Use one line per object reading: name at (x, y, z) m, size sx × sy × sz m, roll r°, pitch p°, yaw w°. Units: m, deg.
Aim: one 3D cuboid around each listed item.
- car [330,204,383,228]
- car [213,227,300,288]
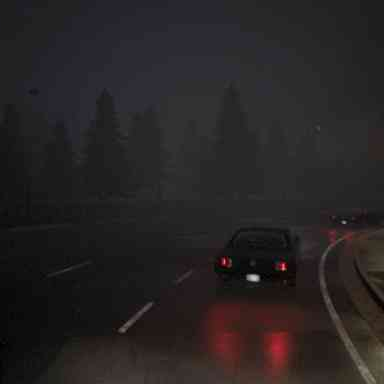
car at (11.695, 1.725, 23.433) m, size 4.718 × 1.301 × 1.895 m, roll 0°, pitch 0°, yaw -42°
car at (2.096, 1.642, 9.529) m, size 1.895 × 1.301 × 4.718 m, roll 0°, pitch 0°, yaw 19°
